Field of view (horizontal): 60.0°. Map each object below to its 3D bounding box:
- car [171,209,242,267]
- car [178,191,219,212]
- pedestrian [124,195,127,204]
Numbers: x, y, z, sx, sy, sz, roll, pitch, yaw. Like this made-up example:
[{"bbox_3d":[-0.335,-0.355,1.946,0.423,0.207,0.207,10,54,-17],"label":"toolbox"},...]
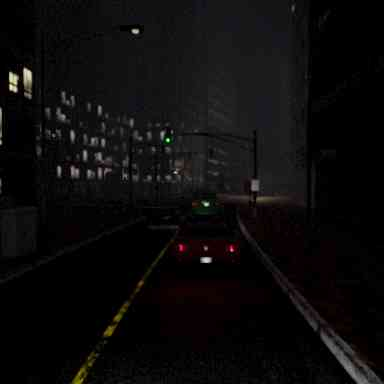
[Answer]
[{"bbox_3d":[0.486,1.458,10.860,1.895,1.301,4.718,0,1,3],"label":"car"},{"bbox_3d":[0.435,0.898,25.185,2.150,2.045,5.566,0,1,-12],"label":"car"},{"bbox_3d":[-7.327,0.872,36.444,0.500,1.100,0.500,0,1,21],"label":"pedestrian"}]
